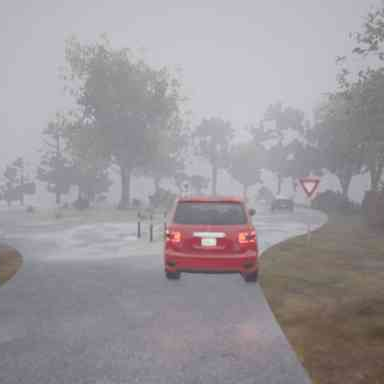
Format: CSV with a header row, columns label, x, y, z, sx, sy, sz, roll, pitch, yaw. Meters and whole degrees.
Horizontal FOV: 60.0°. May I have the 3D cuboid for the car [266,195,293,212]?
label,x,y,z,sx,sy,sz,roll,pitch,yaw
car,8.280,0.988,31.737,1.882,1.535,5.008,1,1,6

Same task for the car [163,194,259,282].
label,x,y,z,sx,sy,sz,roll,pitch,yaw
car,0.642,1.074,9.491,2.150,2.045,5.566,0,1,6
